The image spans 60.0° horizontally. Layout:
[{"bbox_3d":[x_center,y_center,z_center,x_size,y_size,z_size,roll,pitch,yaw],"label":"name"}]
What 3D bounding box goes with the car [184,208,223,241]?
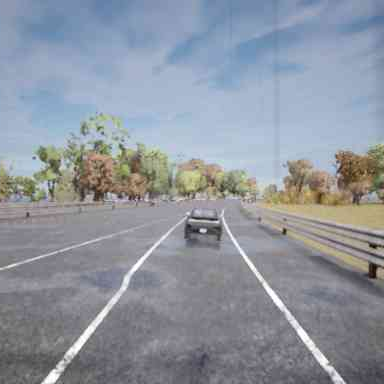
[{"bbox_3d":[0.631,1.592,17.838,2.128,1.511,4.902,4,0,2],"label":"car"}]
